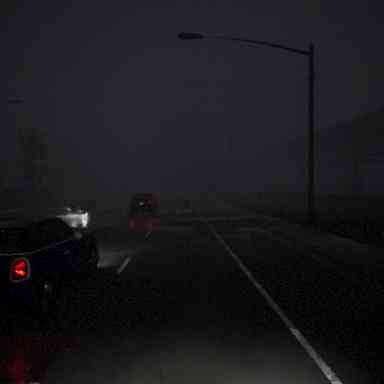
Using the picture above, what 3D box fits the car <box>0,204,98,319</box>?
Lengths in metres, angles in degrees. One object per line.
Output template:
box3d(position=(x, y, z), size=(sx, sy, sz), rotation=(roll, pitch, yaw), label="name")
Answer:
box3d(position=(-3.645, 1.337, 7.488), size=(2.097, 1.767, 4.553), rotation=(0, 0, -1), label="car")

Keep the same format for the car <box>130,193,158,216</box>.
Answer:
box3d(position=(-4.392, 1.089, 30.871), size=(2.150, 2.045, 5.566), rotation=(0, 0, -2), label="car")

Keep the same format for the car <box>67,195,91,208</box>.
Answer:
box3d(position=(-15.581, 1.302, 46.096), size=(1.837, 1.490, 4.892), rotation=(0, 1, -2), label="car")

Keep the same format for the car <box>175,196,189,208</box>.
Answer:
box3d(position=(-1.332, 1.225, 44.136), size=(2.128, 1.511, 4.902), rotation=(0, 1, -2), label="car")

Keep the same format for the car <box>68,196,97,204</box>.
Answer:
box3d(position=(-11.777, 1.369, 36.662), size=(2.128, 1.511, 4.902), rotation=(0, 0, -2), label="car")
